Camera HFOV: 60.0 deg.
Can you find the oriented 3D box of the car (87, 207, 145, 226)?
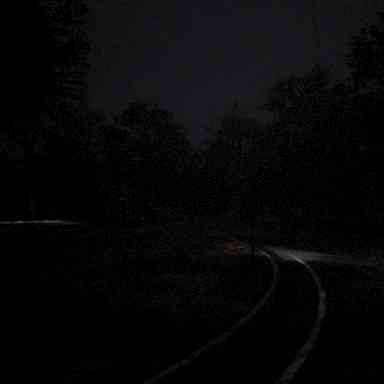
[{"bbox_3d":[-6.323,1.961,27.716,4.902,1.511,2.128,-1,-1,15],"label":"car"}]

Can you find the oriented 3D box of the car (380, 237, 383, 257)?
[{"bbox_3d":[8.496,1.549,10.027,4.902,1.511,2.128,-1,0,31],"label":"car"}]
